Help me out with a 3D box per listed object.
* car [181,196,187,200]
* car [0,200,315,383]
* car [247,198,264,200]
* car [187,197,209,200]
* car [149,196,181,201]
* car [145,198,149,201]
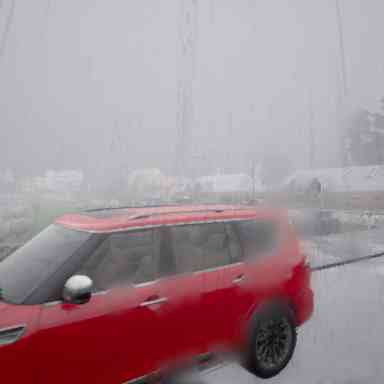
[{"bbox_3d":[-1.653,1.478,57.635,1.882,1.535,5.008,0,0,-35],"label":"car"},{"bbox_3d":[-0.862,1.221,3.989,5.566,2.045,2.150,0,0,-35],"label":"car"},{"bbox_3d":[7.466,1.505,37.703,1.837,1.490,4.892,0,0,-35],"label":"car"},{"bbox_3d":[1.619,1.564,45.913,1.994,1.385,4.181,0,0,-36],"label":"car"},{"bbox_3d":[-4.456,1.547,54.502,2.033,1.411,5.357,0,0,-35],"label":"car"},{"bbox_3d":[-7.579,1.478,65.868,1.882,1.535,5.008,0,0,-35],"label":"car"}]
